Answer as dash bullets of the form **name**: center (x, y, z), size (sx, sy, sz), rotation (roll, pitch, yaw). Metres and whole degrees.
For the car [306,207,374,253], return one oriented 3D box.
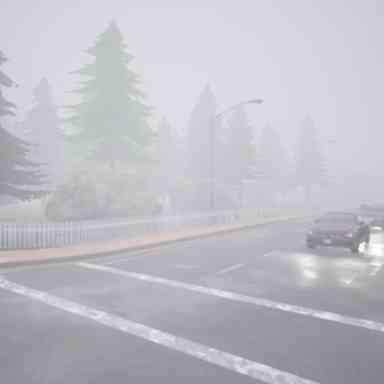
- **car**: center (6.347, 1.565, 14.205), size (1.812, 1.442, 4.674), rotation (0, 0, 35)

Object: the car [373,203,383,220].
- **car**: center (17.590, 1.672, 29.750), size (1.895, 1.301, 4.718), rotation (0, 0, 36)

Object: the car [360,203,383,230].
- **car**: center (11.736, 1.546, 21.681), size (2.128, 1.511, 4.902), rotation (0, 0, 36)
